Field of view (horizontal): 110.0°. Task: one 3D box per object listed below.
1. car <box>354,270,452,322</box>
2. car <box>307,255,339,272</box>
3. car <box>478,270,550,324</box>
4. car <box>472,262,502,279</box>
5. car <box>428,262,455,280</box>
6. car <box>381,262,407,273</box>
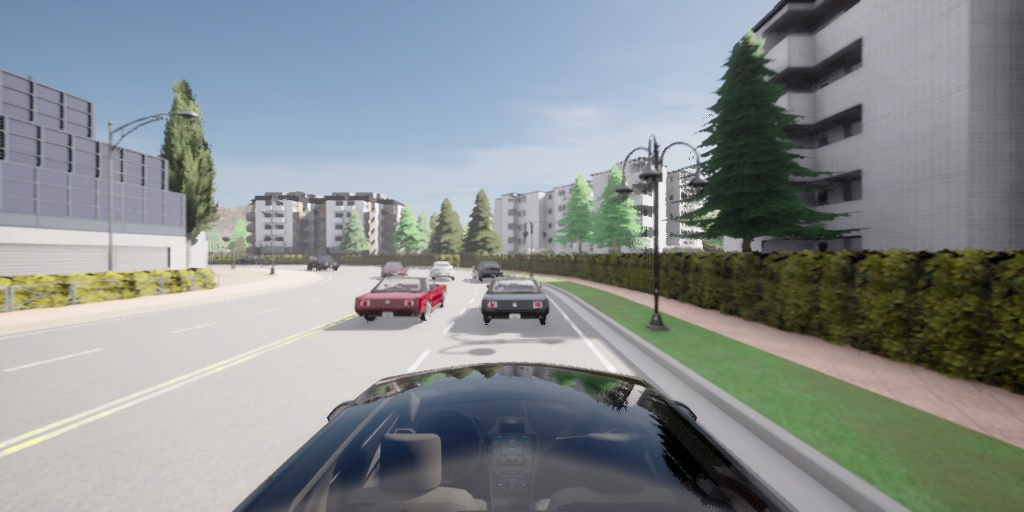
[{"bbox_3d":[-3.435,1.324,12.103,1.895,1.301,4.718,0,0,0],"label":"car"},{"bbox_3d":[-23.362,0.862,44.221,5.566,2.045,2.150,0,0,43],"label":"car"},{"bbox_3d":[0.066,1.324,11.792,1.895,1.301,4.718,0,0,0],"label":"car"},{"bbox_3d":[-2.020,1.185,28.742,1.837,1.490,4.892,0,0,-15],"label":"car"},{"bbox_3d":[-5.899,1.203,29.633,1.812,1.442,4.674,0,0,-17],"label":"car"},{"bbox_3d":[-10.008,1.201,30.363,1.812,1.442,4.674,0,0,-22],"label":"car"}]
